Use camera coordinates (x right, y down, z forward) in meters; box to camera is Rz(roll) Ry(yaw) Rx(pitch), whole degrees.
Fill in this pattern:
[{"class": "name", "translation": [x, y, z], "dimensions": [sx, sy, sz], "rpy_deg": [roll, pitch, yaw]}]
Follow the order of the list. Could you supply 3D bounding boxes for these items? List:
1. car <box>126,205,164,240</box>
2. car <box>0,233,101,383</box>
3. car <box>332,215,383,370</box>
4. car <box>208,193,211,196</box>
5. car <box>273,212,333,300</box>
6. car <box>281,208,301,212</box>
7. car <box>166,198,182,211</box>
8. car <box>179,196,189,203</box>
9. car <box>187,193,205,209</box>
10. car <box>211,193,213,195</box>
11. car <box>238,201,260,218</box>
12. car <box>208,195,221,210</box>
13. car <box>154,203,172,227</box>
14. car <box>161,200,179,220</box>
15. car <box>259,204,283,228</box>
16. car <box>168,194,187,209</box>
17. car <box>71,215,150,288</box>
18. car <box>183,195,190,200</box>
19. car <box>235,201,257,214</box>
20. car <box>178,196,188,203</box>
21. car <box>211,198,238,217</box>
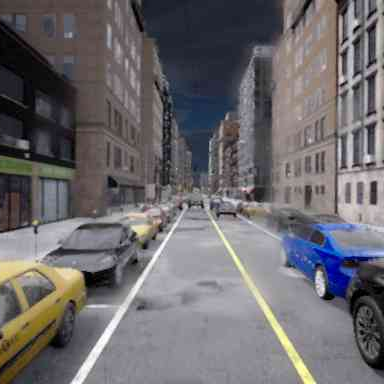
[{"class": "car", "translation": [-2.482, 1.519, 14.507], "dimensions": [1.752, 1.417, 4.829], "rpy_deg": [0, 0, 1]}, {"class": "car", "translation": [-2.613, 1.509, 3.682], "dimensions": [1.752, 1.417, 4.829], "rpy_deg": [0, 0, 1]}, {"class": "car", "translation": [3.246, 1.249, 2.546], "dimensions": [2.150, 2.045, 5.566], "rpy_deg": [0, 0, 3]}, {"class": "car", "translation": [6.518, 1.511, 95.366], "dimensions": [1.967, 1.590, 4.097], "rpy_deg": [0, 0, 1]}, {"class": "car", "translation": [3.659, 1.513, 8.471], "dimensions": [1.882, 1.535, 5.008], "rpy_deg": [0, 0, 1]}, {"class": "car", "translation": [5.544, 1.620, 14.571], "dimensions": [1.947, 1.339, 4.313], "rpy_deg": [0, 0, 1]}, {"class": "car", "translation": [-2.285, 1.553, 30.914], "dimensions": [2.008, 1.369, 4.403], "rpy_deg": [0, 0, 1]}, {"class": "car", "translation": [-1.770, 1.558, 73.654], "dimensions": [1.887, 1.381, 4.507], "rpy_deg": [0, 0, 1]}, {"class": "car", "translation": [0.543, 1.246, 46.470], "dimensions": [2.150, 2.045, 5.566], "rpy_deg": [0, 0, 1]}, {"class": "car", "translation": [6.386, 1.513, 84.457], "dimensions": [1.967, 1.590, 4.097], "rpy_deg": [0, 0, 1]}, {"class": "car", "translation": [5.742, 1.588, 30.979], "dimensions": [1.752, 1.417, 4.829], "rpy_deg": [0, 0, 1]}, {"class": "car", "translation": [3.273, 1.572, 44.268], "dimensions": [1.812, 1.442, 4.674], "rpy_deg": [0, 0, 1]}, {"class": "car", "translation": [-2.416, 1.580, 20.089], "dimensions": [1.802, 1.307, 4.206], "rpy_deg": [0, 0, 1]}, {"class": "car", "translation": [-2.350, 1.551, 25.502], "dimensions": [2.008, 1.369, 4.403], "rpy_deg": [0, 0, 1]}, {"class": "car", "translation": [5.609, 1.624, 19.983], "dimensions": [1.947, 1.339, 4.313], "rpy_deg": [0, 0, 1]}, {"class": "car", "translation": [-2.153, 1.321, 41.739], "dimensions": [2.192, 1.841, 5.009], "rpy_deg": [0, 0, 1]}, {"class": "car", "translation": [-2.546, 1.554, 9.264], "dimensions": [1.947, 1.339, 4.313], "rpy_deg": [0, 0, 1]}, {"class": "car", "translation": [-1.508, 1.577, 95.468], "dimensions": [1.947, 1.339, 4.313], "rpy_deg": [0, 0, 1]}, {"class": "car", "translation": [5.804, 1.646, 36.221], "dimensions": [1.802, 1.307, 4.206], "rpy_deg": [0, 0, 1]}, {"class": "car", "translation": [-1.836, 1.563, 68.200], "dimensions": [2.008, 1.369, 4.403], "rpy_deg": [0, 0, 1]}, {"class": "car", "translation": [3.148, 1.591, 31.593], "dimensions": [2.033, 1.411, 5.357], "rpy_deg": [0, 0, 1]}]
